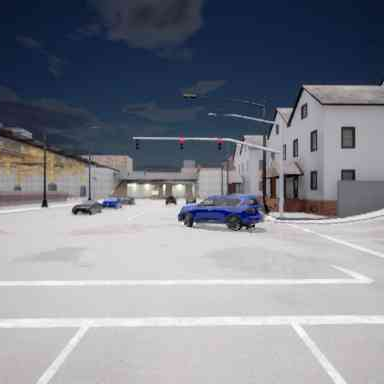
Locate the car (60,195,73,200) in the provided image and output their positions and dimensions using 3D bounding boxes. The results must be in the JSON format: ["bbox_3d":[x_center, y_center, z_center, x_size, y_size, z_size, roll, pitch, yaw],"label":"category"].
[{"bbox_3d":[-31.915,1.274,84.273,1.853,1.218,4.536,0,0,-37],"label":"car"}]

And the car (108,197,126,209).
[{"bbox_3d":[-10.704,1.466,44.792,1.882,1.535,5.008,0,0,0],"label":"car"}]

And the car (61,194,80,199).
[{"bbox_3d":[-32.711,1.273,89.550,1.853,1.218,4.536,0,0,28],"label":"car"}]

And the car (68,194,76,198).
[{"bbox_3d":[-31.884,1.432,84.231,2.038,1.542,4.974,0,0,-37],"label":"car"}]

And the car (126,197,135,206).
[{"bbox_3d":[-10.719,1.512,55.587,1.812,1.442,4.674,0,0,0],"label":"car"}]

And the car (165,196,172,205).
[{"bbox_3d":[-3.641,1.490,58.578,1.837,1.490,4.892,0,0,0],"label":"car"}]

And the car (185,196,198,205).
[{"bbox_3d":[-0.142,1.475,58.587,2.128,1.511,4.902,0,0,0],"label":"car"}]

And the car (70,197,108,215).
[{"bbox_3d":[-10.683,1.539,34.345,2.033,1.411,5.357,0,0,0],"label":"car"}]

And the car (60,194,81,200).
[{"bbox_3d":[-32.686,1.430,89.596,2.038,1.542,4.974,0,0,28],"label":"car"}]

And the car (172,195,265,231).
[{"bbox_3d":[1.759,1.221,20.701,5.566,2.045,2.150,0,1,36],"label":"car"}]
